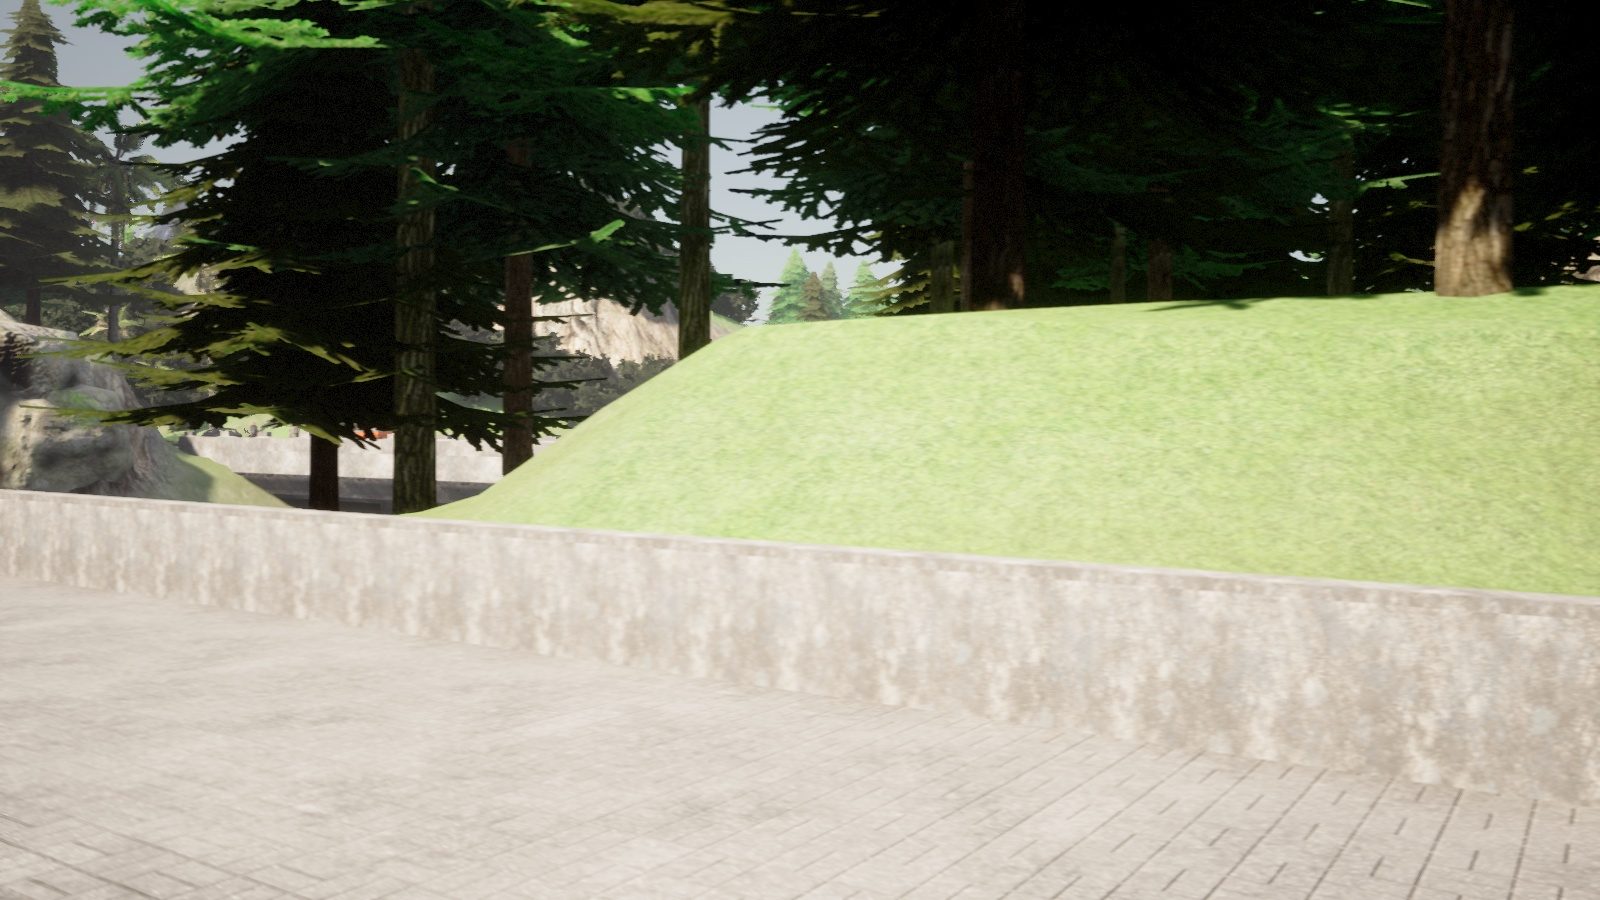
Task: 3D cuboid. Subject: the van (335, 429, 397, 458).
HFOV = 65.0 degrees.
[{"bbox_3d":[-30.748,-0.451,88.876,4.442,1.987,1.775,0,1,34],"label":"van"}]
